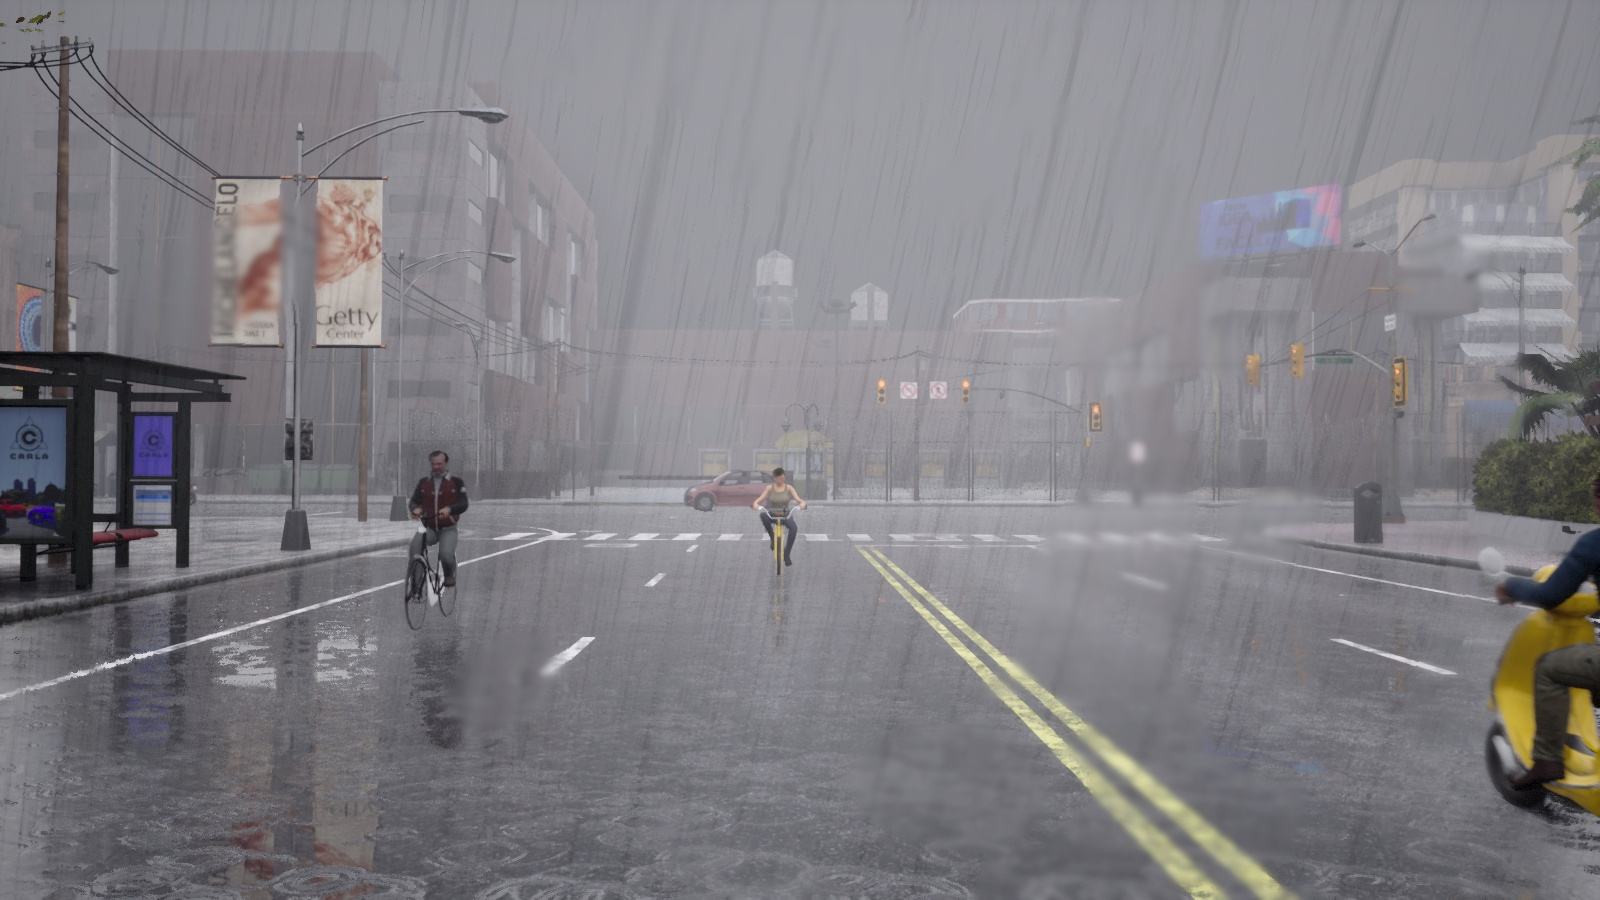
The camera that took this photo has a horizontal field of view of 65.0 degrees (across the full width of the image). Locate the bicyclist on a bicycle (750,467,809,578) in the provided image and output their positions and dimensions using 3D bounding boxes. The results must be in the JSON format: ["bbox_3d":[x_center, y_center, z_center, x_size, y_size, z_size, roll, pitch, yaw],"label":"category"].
[{"bbox_3d":[-0.308,1.072,19.085,0.866,1.612,1.509,0,-1,-1],"label":"bicyclist on a bicycle"}]

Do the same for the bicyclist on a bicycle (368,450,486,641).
[{"bbox_3d":[-3.721,0.912,12.671,0.659,1.776,1.843,0,-1,-1],"label":"bicyclist on a bicycle"}]

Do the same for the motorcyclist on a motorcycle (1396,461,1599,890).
[{"bbox_3d":[3.385,0.843,5.270,0.866,1.590,1.817,0,-1,-1],"label":"motorcyclist on a motorcycle"}]

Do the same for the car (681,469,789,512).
[{"bbox_3d":[-2.528,1.532,48.296,3.988,1.617,1.851,0,-1,-9],"label":"car"}]
